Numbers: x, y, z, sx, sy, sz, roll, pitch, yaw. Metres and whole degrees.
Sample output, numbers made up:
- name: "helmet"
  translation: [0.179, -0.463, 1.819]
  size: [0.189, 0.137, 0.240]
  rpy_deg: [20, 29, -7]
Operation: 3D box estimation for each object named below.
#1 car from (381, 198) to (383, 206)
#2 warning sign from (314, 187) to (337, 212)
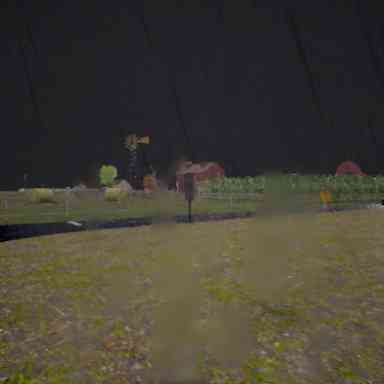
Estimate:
- name: "car"
  translation: [23.532, 0.865, 37.977]
  size: [4.181, 1.385, 1.994]
  rpy_deg: [-1, 0, -33]
- name: "warning sign"
  translation: [10.597, 0.589, 26.446]
  size: [1.060, 1.860, 1.300]
  rpy_deg: [0, -1, -34]
